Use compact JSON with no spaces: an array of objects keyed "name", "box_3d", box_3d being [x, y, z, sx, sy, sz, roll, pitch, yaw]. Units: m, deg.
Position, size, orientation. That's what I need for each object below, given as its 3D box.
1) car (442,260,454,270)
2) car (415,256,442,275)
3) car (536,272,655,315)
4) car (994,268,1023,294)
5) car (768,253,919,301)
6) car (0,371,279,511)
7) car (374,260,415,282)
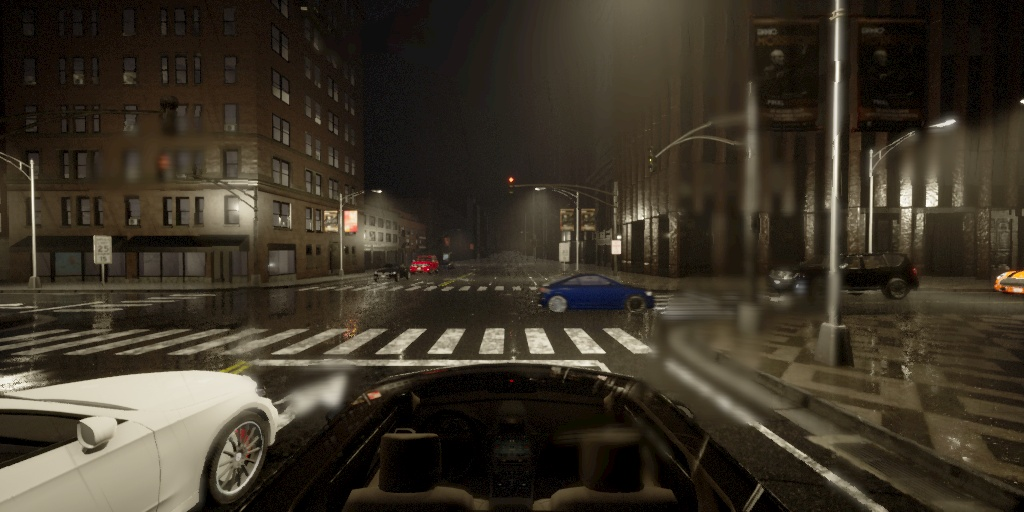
[{"name":"car","box_3d":[-9.677,1.301,52.494,2.033,1.411,5.357,0,0,1]},{"name":"car","box_3d":[-9.726,0.975,40.237,2.150,2.045,5.566,0,0,0]},{"name":"car","box_3d":[2.996,1.308,13.225,4.181,1.385,1.994,0,1,2]},{"name":"car","box_3d":[25.174,0.958,16.259,4.553,1.767,2.097,0,1,0]},{"name":"car","box_3d":[14.868,0.868,16.250,5.566,2.045,2.150,0,1,1]},{"name":"car","box_3d":[-3.159,1.276,1.425,1.812,1.442,4.674,0,0,2]},{"name":"car","box_3d":[-9.761,1.278,29.577,1.812,1.442,4.674,0,0,1]}]
